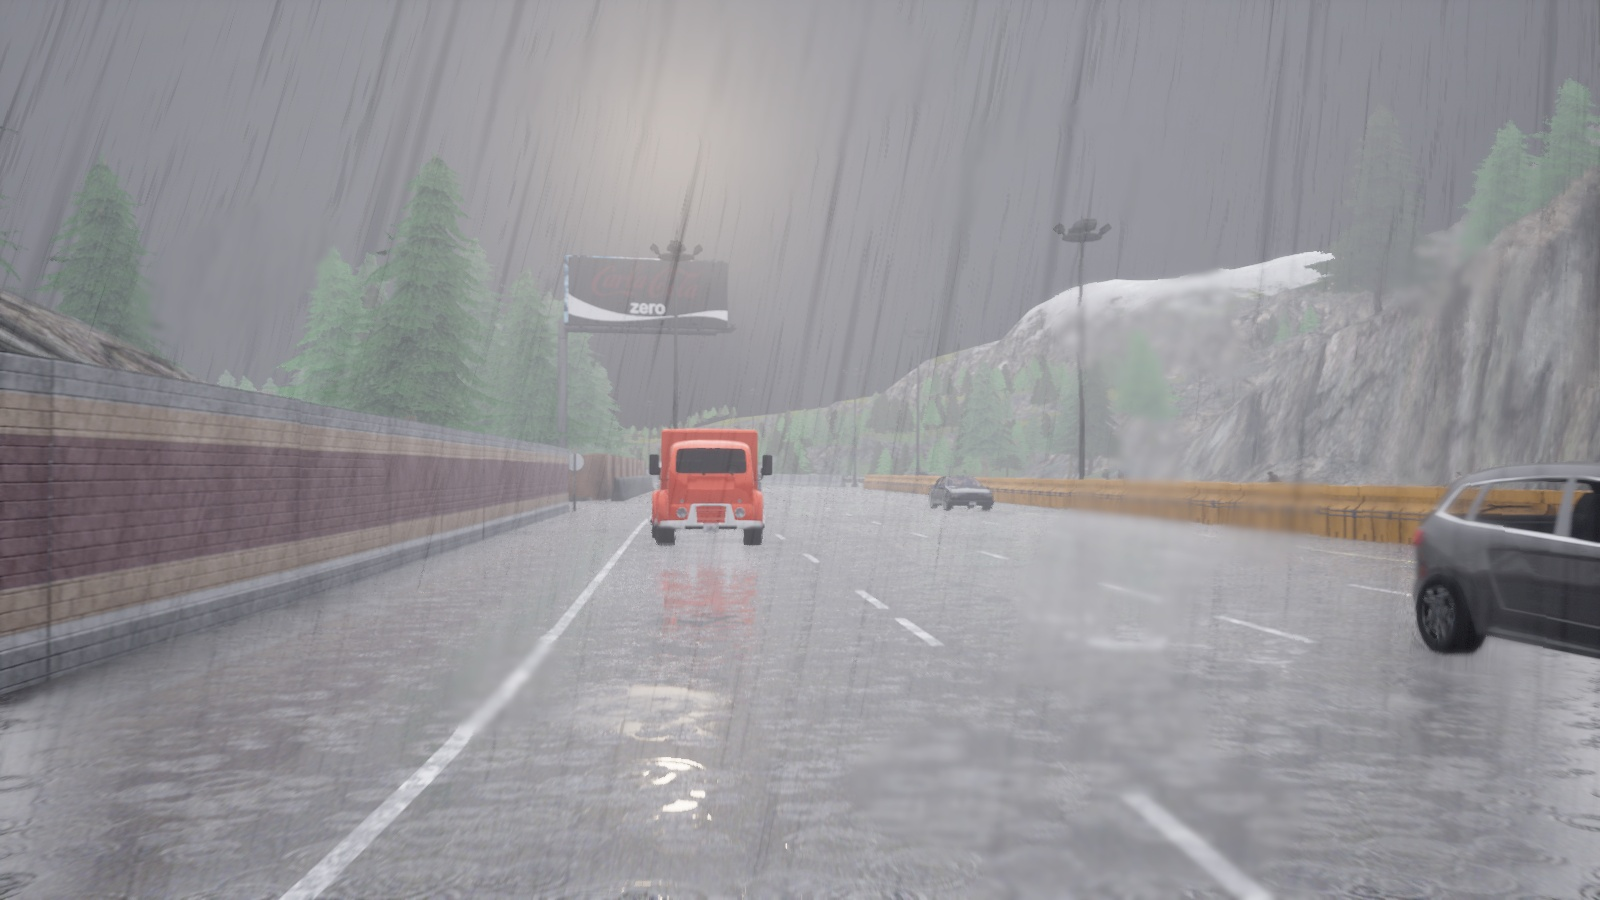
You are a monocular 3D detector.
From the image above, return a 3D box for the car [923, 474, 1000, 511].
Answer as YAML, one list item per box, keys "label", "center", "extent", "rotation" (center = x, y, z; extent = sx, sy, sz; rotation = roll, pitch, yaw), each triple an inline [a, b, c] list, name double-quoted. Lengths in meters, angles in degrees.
- label: "car"
  center: [6.532, 1.693, 51.333]
  extent: [2.033, 1.411, 5.357]
  rotation: [0, -1, -5]

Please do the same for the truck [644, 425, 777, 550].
- label: "truck"
  center: [-2.007, 0.801, 27.523]
  extent: [2.627, 2.467, 5.204]
  rotation: [0, -1, -5]

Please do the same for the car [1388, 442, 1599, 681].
- label: "car"
  center: [6.673, 0.786, 9.258]
  extent: [2.242, 1.667, 4.611]
  rotation: [0, -1, -4]
